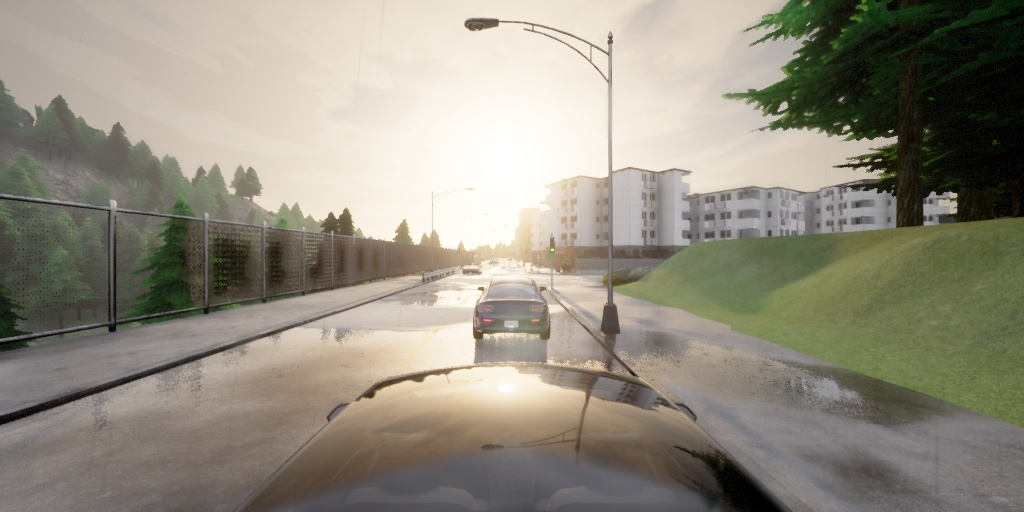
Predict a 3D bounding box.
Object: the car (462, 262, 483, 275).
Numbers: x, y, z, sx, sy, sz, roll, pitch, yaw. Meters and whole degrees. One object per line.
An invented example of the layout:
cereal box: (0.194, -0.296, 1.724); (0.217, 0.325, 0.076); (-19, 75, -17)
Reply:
car: (-4.167, 1.328, 38.526); (2.033, 1.411, 5.357); (0, 0, 0)

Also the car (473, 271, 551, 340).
car: (-0.003, 1.276, 9.899); (1.812, 1.442, 4.674); (0, 0, 0)
